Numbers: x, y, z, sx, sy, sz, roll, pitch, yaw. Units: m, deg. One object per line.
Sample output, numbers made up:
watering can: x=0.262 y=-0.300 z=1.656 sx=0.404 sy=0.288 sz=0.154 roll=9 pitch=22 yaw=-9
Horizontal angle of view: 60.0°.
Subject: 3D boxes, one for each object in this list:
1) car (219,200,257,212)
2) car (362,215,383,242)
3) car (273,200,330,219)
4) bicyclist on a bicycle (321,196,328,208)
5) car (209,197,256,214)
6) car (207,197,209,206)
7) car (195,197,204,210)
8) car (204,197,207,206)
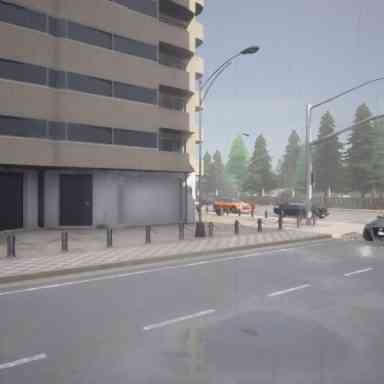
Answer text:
car: x=5.571 y=1.656 z=40.996 sx=1.895 sy=1.301 sz=4.718 roll=0 pitch=0 yaw=-36
car: x=9.599 y=1.563 z=15.138 sx=4.181 sy=1.385 sz=1.994 roll=0 pitch=0 yaw=-36
car: x=9.613 y=1.656 z=29.414 sx=1.895 sy=1.301 sz=4.718 roll=0 pitch=0 yaw=-36
bicyclist on a bicycle: x=17.331 y=1.356 z=43.469 sx=1.656 sy=1.620 sz=0.582 roll=0 pitch=0 yaw=-36
car: x=4.396 y=1.407 z=36.646 sx=2.097 sy=1.767 sz=4.553 roll=0 pitch=0 yaw=-36
car: x=2.372 y=1.603 z=57.712 sx=2.033 sy=1.411 sz=5.357 roll=0 pitch=0 yaw=-35
car: x=-0.958 y=1.533 z=44.079 sx=1.882 sy=1.535 sz=5.008 roll=0 pitch=0 yaw=-36
car: x=-0.231 y=1.619 z=49.058 sx=1.994 sy=1.385 sz=4.181 roll=0 pitch=0 yaw=-36
